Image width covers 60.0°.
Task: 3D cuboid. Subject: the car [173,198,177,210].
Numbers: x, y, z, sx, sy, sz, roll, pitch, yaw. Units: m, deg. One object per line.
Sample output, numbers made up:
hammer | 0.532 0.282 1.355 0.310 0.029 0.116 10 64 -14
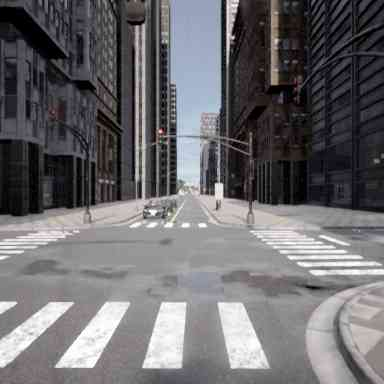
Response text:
car | -3.179 1.575 38.534 1.994 1.385 4.181 0 0 0

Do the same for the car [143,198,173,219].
car | -3.164 1.498 29.401 2.128 1.511 4.902 0 0 0
